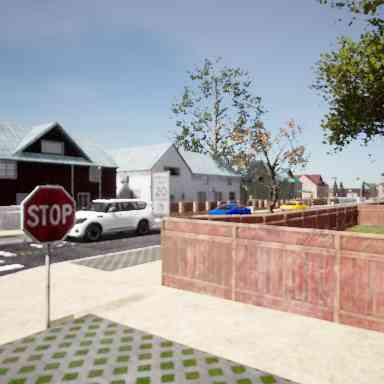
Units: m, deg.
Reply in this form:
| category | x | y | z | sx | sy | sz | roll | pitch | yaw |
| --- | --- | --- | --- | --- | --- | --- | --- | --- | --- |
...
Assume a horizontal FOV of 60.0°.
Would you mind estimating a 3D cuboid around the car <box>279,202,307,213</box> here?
| category | x | y | z | sx | sy | sz | roll | pitch | yaw |
| --- | --- | --- | --- | --- | --- | --- | --- | --- | --- |
| car | 12.031 | 1.893 | 39.480 | 1.882 | 1.535 | 5.008 | 0 | -1 | 37 |

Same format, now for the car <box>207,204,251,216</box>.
| category | x | y | z | sx | sy | sz | roll | pitch | yaw |
| --- | --- | --- | --- | --- | --- | --- | --- | --- | --- |
| car | 3.142 | 1.756 | 27.698 | 1.882 | 1.535 | 5.008 | 0 | 0 | 37 |

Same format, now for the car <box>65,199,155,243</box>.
| category | x | y | z | sx | sy | sz | roll | pitch | yaw |
| --- | --- | --- | --- | --- | --- | --- | --- | --- | --- |
| car | -4.401 | 1.380 | 17.693 | 2.150 | 2.045 | 5.566 | 0 | -1 | 37 |
